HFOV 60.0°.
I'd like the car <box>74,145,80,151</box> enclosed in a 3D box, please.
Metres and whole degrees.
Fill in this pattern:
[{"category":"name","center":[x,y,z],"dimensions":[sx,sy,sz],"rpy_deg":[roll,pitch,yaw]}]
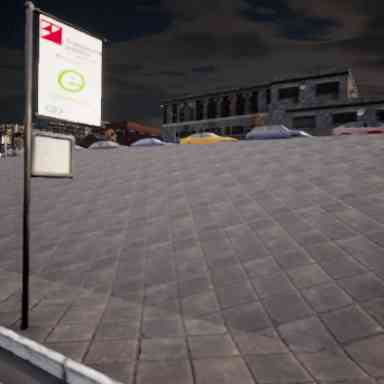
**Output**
[{"category":"car","center":[-12.594,-4.258,35.263],"dimensions":[4.892,1.521,2.231],"rpy_deg":[1,1,34]}]

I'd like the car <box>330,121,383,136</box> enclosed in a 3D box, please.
[{"category":"car","center":[11.070,-3.577,20.584],"dimensions":[4.792,1.488,2.163],"rpy_deg":[2,1,29]}]

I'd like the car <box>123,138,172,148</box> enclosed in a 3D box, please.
[{"category":"car","center":[-3.384,-3.976,29.133],"dimensions":[4.674,1.452,2.002],"rpy_deg":[2,1,33]}]

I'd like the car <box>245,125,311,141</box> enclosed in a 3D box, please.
[{"category":"car","center":[6.080,-3.872,23.385],"dimensions":[4.553,1.767,2.185],"rpy_deg":[2,1,31]}]

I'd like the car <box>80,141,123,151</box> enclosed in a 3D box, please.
[{"category":"car","center":[-8.029,-4.146,32.162],"dimensions":[4.892,1.521,2.231],"rpy_deg":[1,1,34]}]

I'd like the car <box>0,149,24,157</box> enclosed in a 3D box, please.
[{"category":"car","center":[-21.632,-4.582,41.423],"dimensions":[4.553,1.767,2.185],"rpy_deg":[1,1,34]}]

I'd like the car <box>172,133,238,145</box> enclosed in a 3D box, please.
[{"category":"car","center":[1.327,-3.881,26.202],"dimensions":[5.008,1.535,2.097],"rpy_deg":[2,1,32]}]
